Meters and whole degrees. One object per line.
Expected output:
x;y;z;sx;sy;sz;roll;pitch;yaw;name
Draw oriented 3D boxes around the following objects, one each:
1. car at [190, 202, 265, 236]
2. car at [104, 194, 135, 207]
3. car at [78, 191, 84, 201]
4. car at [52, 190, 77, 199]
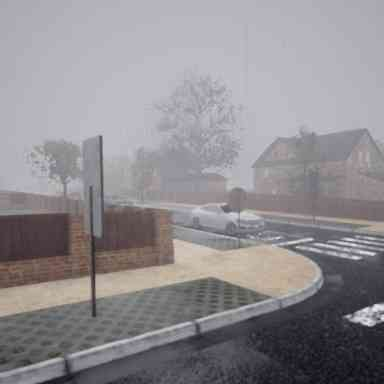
1.686;1.301;17.503;1.812;1.442;4.674;-2;2;-35;car
-6.803;0.962;29.853;2.128;1.511;4.902;-2;2;-34;car
-13.306;0.576;44.455;1.882;1.535;5.008;-2;2;-34;car
-18.393;0.566;46.930;2.128;1.511;4.902;-2;2;-34;car
